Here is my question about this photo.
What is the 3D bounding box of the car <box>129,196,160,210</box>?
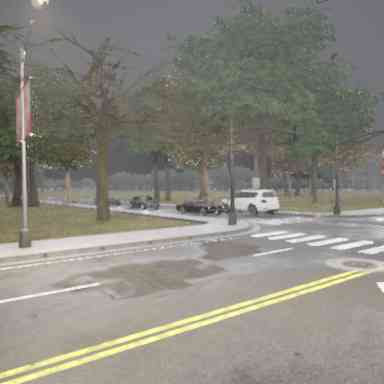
[{"bbox_3d":[-5.250,1.175,36.267,1.837,1.490,4.892,-1,1,-36],"label":"car"}]

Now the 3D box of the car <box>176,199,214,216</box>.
[{"bbox_3d":[0.663,1.283,27.972,1.895,1.301,4.718,-1,1,-36],"label":"car"}]

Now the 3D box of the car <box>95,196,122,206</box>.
[{"bbox_3d":[-11.378,1.209,44.886,2.033,1.411,5.357,-1,1,-36],"label":"car"}]

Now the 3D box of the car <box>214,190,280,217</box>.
[{"bbox_3d":[4.627,0.858,27.558,2.150,2.045,5.566,-1,1,-36],"label":"car"}]
